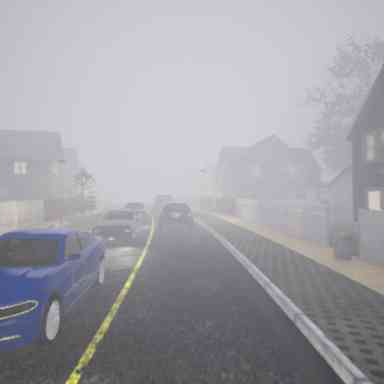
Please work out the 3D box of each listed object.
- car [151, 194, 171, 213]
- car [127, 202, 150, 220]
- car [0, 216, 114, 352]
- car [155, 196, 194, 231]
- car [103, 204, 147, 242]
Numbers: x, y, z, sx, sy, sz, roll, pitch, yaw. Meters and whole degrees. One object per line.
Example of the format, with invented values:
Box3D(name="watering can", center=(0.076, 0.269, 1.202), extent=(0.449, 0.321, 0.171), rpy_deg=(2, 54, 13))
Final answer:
Box3D(name="car", center=(-3.347, 1.285, 37.591), extent=(2.150, 2.045, 5.566), rpy_deg=(0, 0, -10))
Box3D(name="car", center=(-4.339, 1.524, 25.477), extent=(1.837, 1.490, 4.892), rpy_deg=(0, 0, -7))
Box3D(name="car", center=(-3.044, 1.478, 6.530), extent=(1.882, 1.535, 5.008), rpy_deg=(0, 0, -2))
Box3D(name="car", center=(-1.071, 1.365, 20.851), extent=(2.097, 1.767, 4.553), rpy_deg=(0, 0, -5))
Box3D(name="car", center=(-3.544, 1.551, 16.488), extent=(2.033, 1.411, 5.357), rpy_deg=(0, 0, -4))
